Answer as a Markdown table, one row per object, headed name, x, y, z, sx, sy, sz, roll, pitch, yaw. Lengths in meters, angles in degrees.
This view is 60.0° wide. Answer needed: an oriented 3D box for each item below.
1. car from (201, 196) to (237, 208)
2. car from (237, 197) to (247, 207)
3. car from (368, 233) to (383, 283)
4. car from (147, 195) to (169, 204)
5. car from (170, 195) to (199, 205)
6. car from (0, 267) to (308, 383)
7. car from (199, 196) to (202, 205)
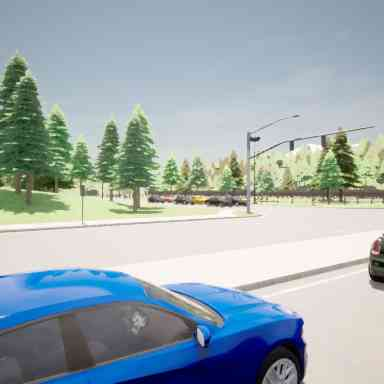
| name | x | y | z | sx | sy | sz | roll | pitch | yaw |
| --- | --- | --- | --- | --- | --- | --- | --- | --- | --- |
| car | 4.014 | 1.478 | 49.916 | 1.882 | 1.535 | 5.008 | 0 | 0 | -35 |
| car | 6.634 | 1.478 | 52.280 | 1.882 | 1.535 | 5.008 | 0 | 0 | -35 |
| car | 6.500 | 1.352 | 8.408 | 4.553 | 1.767 | 2.097 | 0 | 0 | -35 |
| car | -7.185 | 1.505 | 66.047 | 1.837 | 1.490 | 4.892 | 0 | 0 | -35 |
| car | -1.361 | 1.505 | 57.624 | 1.837 | 1.490 | 4.892 | 0 | 0 | -35 |
| car | -0.996 | 1.478 | 3.037 | 5.008 | 1.535 | 1.882 | 0 | 0 | -35 |
| car | 1.162 | 1.478 | 60.137 | 1.882 | 1.535 | 5.008 | 0 | 0 | -35 |
